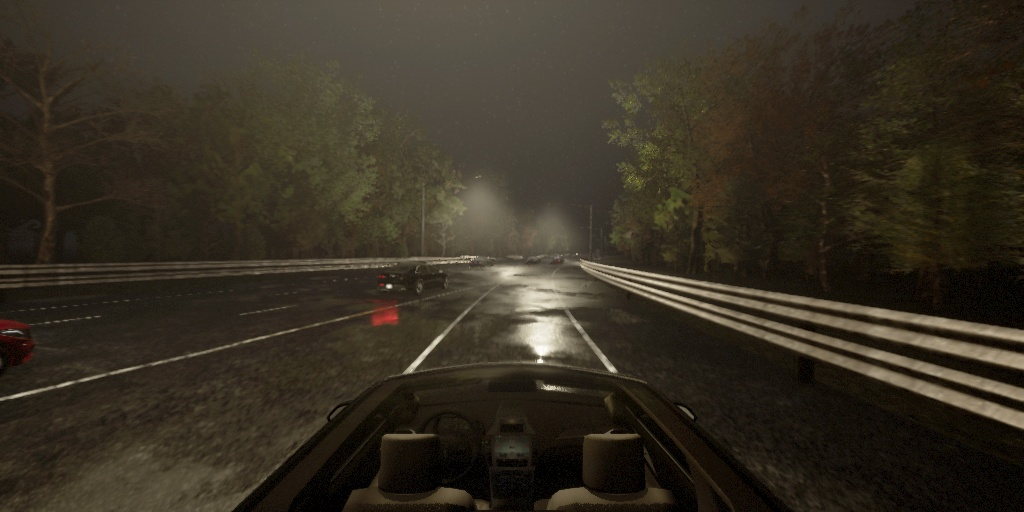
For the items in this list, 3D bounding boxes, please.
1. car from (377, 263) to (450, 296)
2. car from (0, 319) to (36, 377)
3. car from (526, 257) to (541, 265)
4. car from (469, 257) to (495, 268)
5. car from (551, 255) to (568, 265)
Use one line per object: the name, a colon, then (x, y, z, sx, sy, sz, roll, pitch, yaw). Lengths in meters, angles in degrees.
car: (-4.827, 1.096, 18.324, 1.837, 1.490, 4.892, 1, 0, 16)
car: (-8.919, 1.195, 3.830, 1.812, 1.442, 4.674, 1, 1, 16)
car: (3.778, 0.860, 61.648, 1.895, 1.301, 4.718, 1, 1, 16)
car: (-3.883, 0.867, 47.395, 2.033, 1.411, 5.357, 1, 1, 16)
car: (8.290, 0.827, 64.742, 2.033, 1.411, 5.357, 1, 1, 16)
